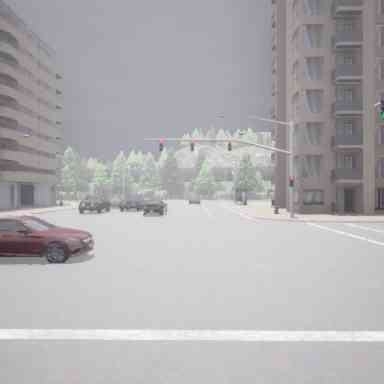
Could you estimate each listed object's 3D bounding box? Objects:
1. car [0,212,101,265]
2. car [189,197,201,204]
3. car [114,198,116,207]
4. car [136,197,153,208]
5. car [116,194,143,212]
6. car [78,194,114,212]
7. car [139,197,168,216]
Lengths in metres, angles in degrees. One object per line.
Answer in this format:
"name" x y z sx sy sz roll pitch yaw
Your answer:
"car" -5.710 1.525 11.150 4.674 1.442 1.812 0 0 1
"car" 0.490 1.564 61.520 1.994 1.385 4.181 0 0 5
"car" -10.478 1.526 45.842 1.812 1.442 4.674 0 0 0
"car" -6.962 1.526 48.971 1.812 1.442 4.674 0 0 0
"car" -6.999 1.221 39.442 2.150 2.045 5.566 0 0 0
"car" -10.508 1.221 36.239 2.150 2.045 5.566 0 0 0
"car" -3.579 1.505 33.017 1.837 1.490 4.892 0 0 3
